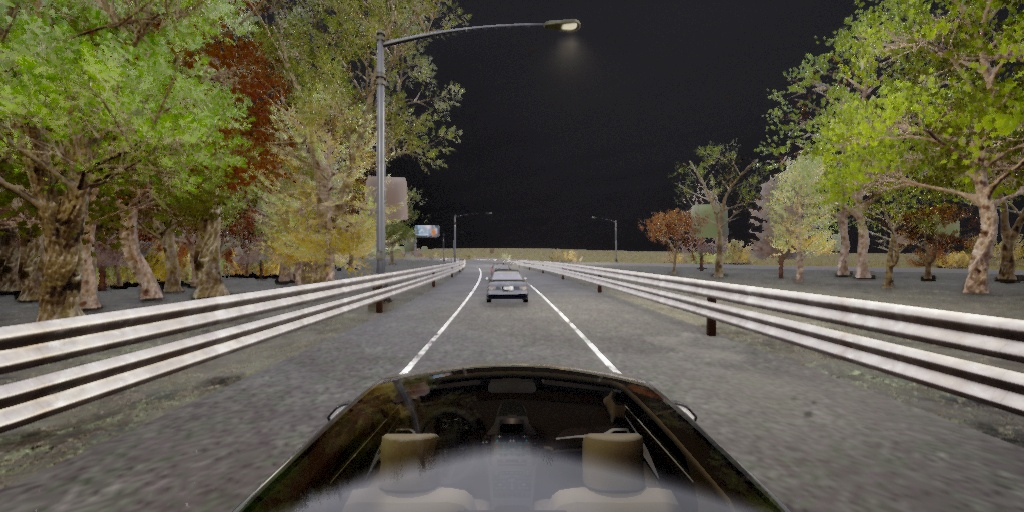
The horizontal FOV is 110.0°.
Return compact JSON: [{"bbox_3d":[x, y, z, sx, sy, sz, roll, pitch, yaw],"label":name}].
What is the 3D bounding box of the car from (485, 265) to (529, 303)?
[{"bbox_3d":[-0.253,1.307,16.583,2.033,1.411,5.357,0,0,-2],"label":"car"}]
